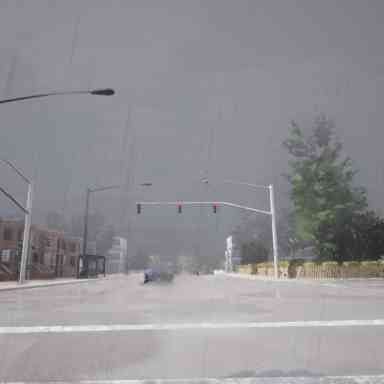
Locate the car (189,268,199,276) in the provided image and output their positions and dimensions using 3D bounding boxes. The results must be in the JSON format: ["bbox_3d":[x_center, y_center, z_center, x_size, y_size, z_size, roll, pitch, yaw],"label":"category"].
[{"bbox_3d":[0.353,14.644,61.299,2.033,1.411,5.357,-1,-13,0],"label":"car"}]

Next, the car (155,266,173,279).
[{"bbox_3d":[-3.437,10.153,42.137,1.837,1.490,4.892,-1,-13,0],"label":"car"}]

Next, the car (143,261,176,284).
[{"bbox_3d":[-2.767,6.280,26.371,2.097,1.767,4.553,1,-13,-10],"label":"car"}]

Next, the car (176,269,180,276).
[{"bbox_3d":[-3.241,14.975,62.244,1.895,1.301,4.718,-1,-13,0],"label":"car"}]
